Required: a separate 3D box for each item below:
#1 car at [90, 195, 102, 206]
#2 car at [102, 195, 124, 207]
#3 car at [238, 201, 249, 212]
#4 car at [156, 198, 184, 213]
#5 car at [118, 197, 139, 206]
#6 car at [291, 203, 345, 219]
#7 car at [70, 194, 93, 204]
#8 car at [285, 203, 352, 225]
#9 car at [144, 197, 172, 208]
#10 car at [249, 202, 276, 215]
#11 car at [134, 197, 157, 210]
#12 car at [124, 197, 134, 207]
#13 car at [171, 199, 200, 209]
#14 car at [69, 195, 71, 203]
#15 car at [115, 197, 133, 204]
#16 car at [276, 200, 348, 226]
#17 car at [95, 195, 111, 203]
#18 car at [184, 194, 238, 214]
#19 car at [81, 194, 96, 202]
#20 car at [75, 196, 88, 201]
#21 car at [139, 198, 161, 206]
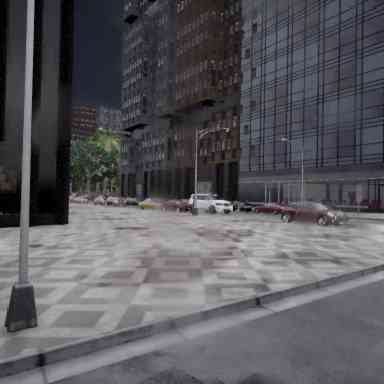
[{"bbox_3d":[-14.322,1.529,53.098,1.802,1.307,4.206,2,-1,-35],"label":"car"},{"bbox_3d":[-11.134,1.386,48.632,1.967,1.590,4.097,2,-1,-35],"label":"car"},{"bbox_3d":[5.363,1.727,40.167,1.947,1.339,4.313,2,-1,-35],"label":"car"},{"bbox_3d":[-1.579,1.482,35.225,1.887,1.381,4.507,2,-1,-35],"label":"car"},{"bbox_3d":[-11.245,1.624,58.709,1.812,1.442,4.674,2,-1,-35],"label":"car"},{"bbox_3d":[11.732,1.720,31.232,1.947,1.339,4.313,2,-1,-35],"label":"car"},{"bbox_3d":[-20.593,1.472,61.898,1.752,1.417,4.829,2,-1,-35],"label":"car"},{"bbox_3d":[9.259,1.562,24.604,1.994,1.385,4.181,2,-1,-36],"label":"car"},{"bbox_3d":[-5.172,1.589,50.263,2.128,1.511,4.902,2,-1,-35],"label":"car"},{"bbox_3d":[8.547,1.740,35.700,1.802,1.307,4.206,2,-1,-35],"label":"car"},{"bbox_3d":[-4.666,1.466,39.555,1.752,1.417,4.829,2,-1,-35],"label":"car"},{"bbox_3d":[-7.406,1.509,48.066,2.128,1.511,4.902,2,-1,-35],"label":"car"},{"bbox_3d":[-1.007,1.718,49.103,2.008,1.369,4.403,2,-1,-35],"label":"car"},{"bbox_3d":[-23.876,1.386,66.507,1.967,1.590,4.097,2,-1,-35],"label":"car"},{"bbox_3d":[-13.747,1.736,66.975,1.947,1.339,4.313,2,-1,-35],"label":"car"},{"bbox_3d":[7.961,1.367,21.847,1.967,1.590,4.097,2,-1,-37],"label":"car"},{"bbox_3d":[-20.290,1.513,75.515,2.097,1.767,4.553,2,-1,-35],"label":"car"},{"bbox_3d":[1.875,1.225,34.984,2.150,2.045,5.566,2,-1,-35],"label":"car"},{"bbox_3d":[-26.482,1.484,84.849,2.192,1.841,5.009,2,-1,-35],"label":"car"},{"bbox_3d":[-29.770,1.694,89.452,1.752,1.417,4.829,2,-1,-35],"label":"car"},{"bbox_3d":[-7.377,1.722,58.040,2.008,1.369,4.403,2,-1,-35],"label":"car"}]
